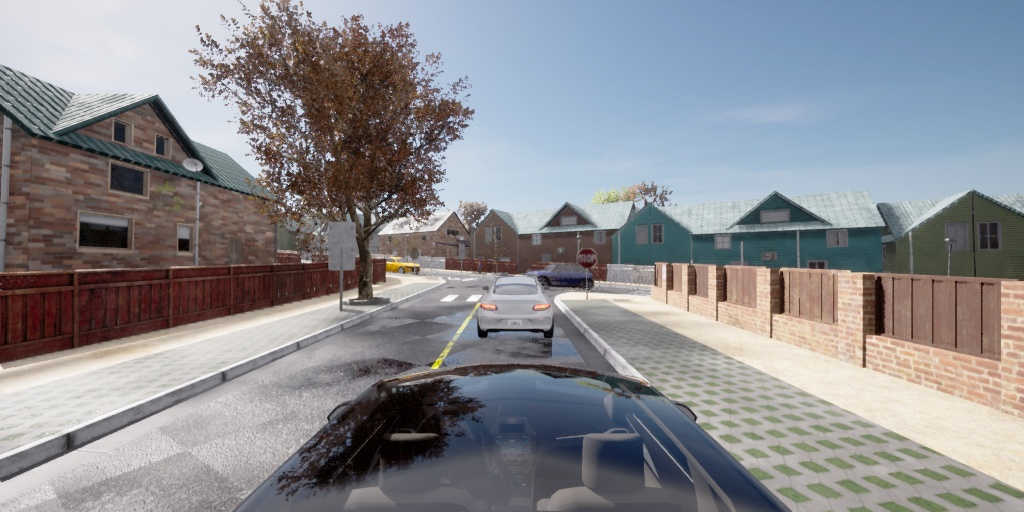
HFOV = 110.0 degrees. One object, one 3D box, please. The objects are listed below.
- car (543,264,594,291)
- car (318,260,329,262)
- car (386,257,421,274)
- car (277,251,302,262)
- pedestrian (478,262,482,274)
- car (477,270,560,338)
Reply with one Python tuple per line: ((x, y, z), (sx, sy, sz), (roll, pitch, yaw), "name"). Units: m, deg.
((2.894, 1.261, 22.984), (4.553, 1.767, 2.097), (3, -1, -17), "car")
((-18.593, 0.679, 38.214), (4.718, 1.301, 1.895), (2, 0, 32), "car")
((-10.634, 0.862, 33.233), (5.008, 1.535, 1.882), (2, 0, 32), "car")
((-27.788, 0.212, 43.984), (5.008, 1.535, 1.882), (2, 0, 33), "car")
((-3.148, 1.122, 35.458), (0.375, 1.300, 0.375), (-1, -5, 32), "pedestrian")
((0.116, 1.280, 10.066), (1.812, 1.442, 4.674), (0, 0, 1), "car")
